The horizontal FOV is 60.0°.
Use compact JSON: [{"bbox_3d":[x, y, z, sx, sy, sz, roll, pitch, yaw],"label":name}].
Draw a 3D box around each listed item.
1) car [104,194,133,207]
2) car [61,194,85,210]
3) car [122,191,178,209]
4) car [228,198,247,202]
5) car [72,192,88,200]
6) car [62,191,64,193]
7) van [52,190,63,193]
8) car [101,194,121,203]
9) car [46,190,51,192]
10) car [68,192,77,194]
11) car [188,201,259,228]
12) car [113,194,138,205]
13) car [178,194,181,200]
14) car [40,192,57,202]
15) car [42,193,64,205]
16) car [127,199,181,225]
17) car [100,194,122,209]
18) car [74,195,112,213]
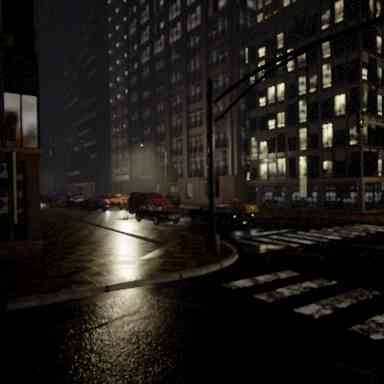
[{"bbox_3d":[-9.641,1.047,43.301,1.882,1.535,5.008,-1,1,-35],"label":"car"},{"bbox_3d":[-13.275,1.252,38.394,2.008,1.369,4.403,-1,1,-35],"label":"car"},{"bbox_3d":[-3.794,0.986,29.209,2.150,2.045,5.566,-1,1,-34],"label":"car"},{"bbox_3d":[3.565,1.216,28.699,1.752,1.417,4.829,-1,1,-35],"label":"car"},{"bbox_3d":[-22.442,0.824,66.394,1.887,1.381,4.507,-1,1,-35],"label":"car"},{"bbox_3d":[-25.650,0.668,71.033,1.967,1.590,4.097,-1,1,-35],"label":"car"},{"bbox_3d":[-32.065,0.465,80.312,1.690,1.788,3.998,-1,1,-35],"label":"van"},{"bbox_3d":[-12.820,1.016,52.472,1.802,1.307,4.206,-1,1,-35],"label":"car"},{"bbox_3d":[-35.272,0.622,84.956,2.008,1.369,4.403,-1,1,-35],"label":"car"},{"bbox_3d":[-21.177,0.948,59.990,1.994,1.385,4.181,-1,1,-35],"label":"car"},{"bbox_3d":[1.794,1.450,21.160,1.895,1.301,4.718,-1,1,-35],"label":"car"},{"bbox_3d":[-9.612,1.029,47.831,1.887,1.381,4.507,-1,1,-35],"label":"car"},{"bbox_3d":[-3.199,0.900,38.546,2.192,1.841,5.009,-1,1,-35],"label":"car"},{"bbox_3d":[-22.899,1.094,52.319,1.887,1.381,4.507,-1,1,-35],"label":"car"},{"bbox_3d":[-19.691,1.182,47.678,1.802,1.307,4.206,-1,1,-35],"label":"car"},{"bbox_3d":[-2.423,1.419,22.742,2.008,1.369,4.403,-1,1,-35],"label":"car"},{"bbox_3d":[-9.396,1.030,37.331,2.097,1.767,4.553,-1,1,-35],"label":"car"},{"bbox_3d":[-10.066,1.317,33.753,1.947,1.339,4.313,-1,1,-35],"label":"car"}]
